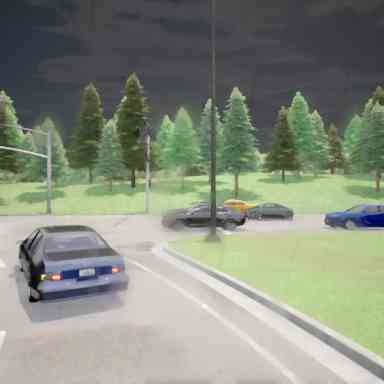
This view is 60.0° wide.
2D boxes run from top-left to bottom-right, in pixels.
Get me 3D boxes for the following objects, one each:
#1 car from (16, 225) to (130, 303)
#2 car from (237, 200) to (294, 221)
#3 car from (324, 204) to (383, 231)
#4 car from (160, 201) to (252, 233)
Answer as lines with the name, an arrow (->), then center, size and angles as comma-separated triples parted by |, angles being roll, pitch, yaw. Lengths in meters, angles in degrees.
car -> -3.227, 1.547, 8.376 | 2.033, 1.411, 5.357 | 0, 0, -30
car -> 6.049, 1.562, 26.881 | 4.181, 1.385, 1.994 | 0, 0, -5
car -> 10.655, 1.477, 20.251 | 5.008, 1.535, 1.882 | 0, 0, -5
car -> 0.689, 1.491, 19.393 | 4.902, 1.511, 2.128 | 0, 0, -5
